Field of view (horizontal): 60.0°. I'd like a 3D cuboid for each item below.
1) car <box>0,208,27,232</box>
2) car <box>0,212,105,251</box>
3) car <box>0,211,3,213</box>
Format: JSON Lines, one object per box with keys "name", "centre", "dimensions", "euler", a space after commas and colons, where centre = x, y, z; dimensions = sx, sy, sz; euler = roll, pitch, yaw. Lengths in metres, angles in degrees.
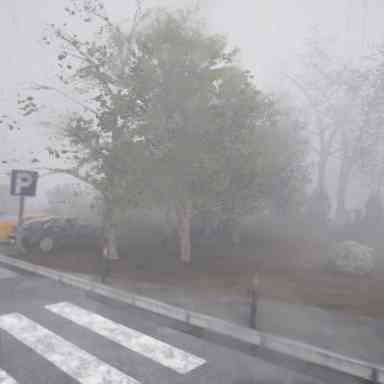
{"name": "car", "centre": [-14.520, 1.906, 22.805], "dimensions": [1.946, 1.575, 5.366], "euler": [0, -2, 40]}
{"name": "car", "centre": [-5.988, 1.886, 15.829], "dimensions": [2.231, 1.521, 4.892], "euler": [0, -2, 40]}
{"name": "car", "centre": [-8.092, 1.896, 17.608], "dimensions": [2.097, 1.535, 5.008], "euler": [0, -2, 40]}
